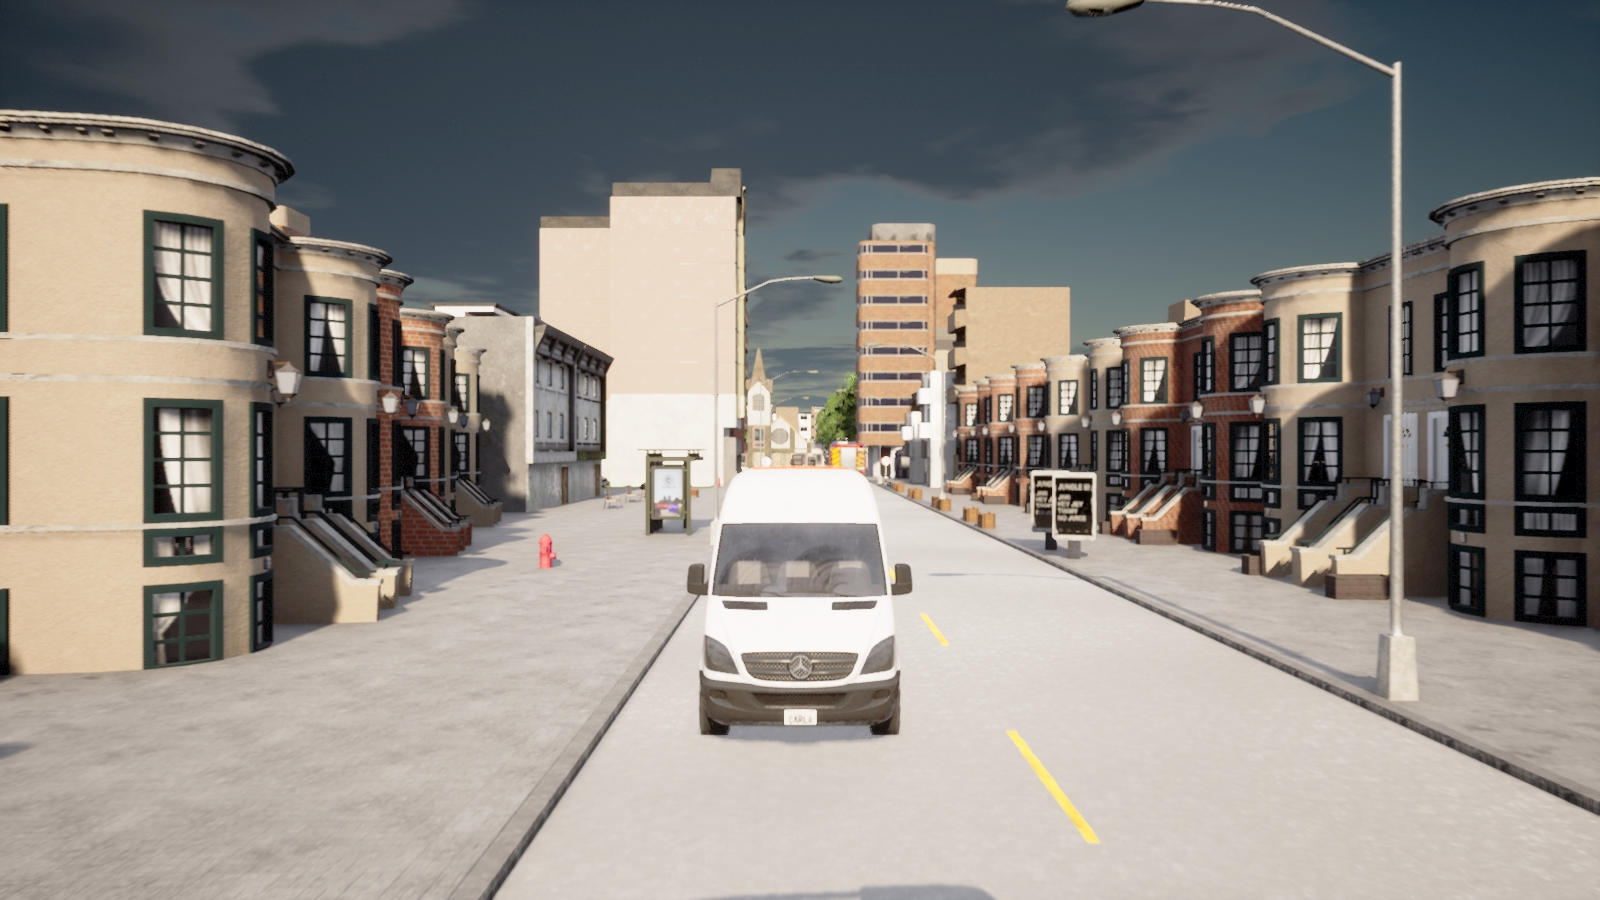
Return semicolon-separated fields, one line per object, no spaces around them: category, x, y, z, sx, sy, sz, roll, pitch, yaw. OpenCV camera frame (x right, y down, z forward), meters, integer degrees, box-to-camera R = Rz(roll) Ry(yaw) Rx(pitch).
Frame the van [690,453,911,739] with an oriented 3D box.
van;0.003;1.319;13.256;1.988;2.561;5.915;0;0;0
